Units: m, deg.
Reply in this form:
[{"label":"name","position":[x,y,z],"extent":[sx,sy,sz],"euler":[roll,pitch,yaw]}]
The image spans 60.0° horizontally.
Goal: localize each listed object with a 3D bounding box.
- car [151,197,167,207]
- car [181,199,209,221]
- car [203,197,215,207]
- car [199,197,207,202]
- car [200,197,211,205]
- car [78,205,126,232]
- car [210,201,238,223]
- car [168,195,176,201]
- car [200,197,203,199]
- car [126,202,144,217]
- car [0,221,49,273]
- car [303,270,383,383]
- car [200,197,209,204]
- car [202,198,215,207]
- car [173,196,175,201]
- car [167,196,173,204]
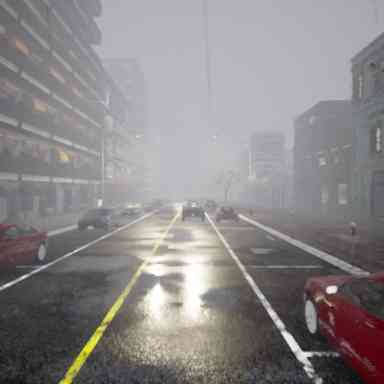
[{"label":"car","position":[-5.694,1.764,54.903],"extent":[1.947,1.339,4.313],"euler":[-1,0,0]},{"label":"car","position":[0.105,1.592,28.440],"extent":[2.128,1.511,4.902],"euler":[0,0,0]},{"label":"car","position":[2.687,1.743,49.196],"extent":[1.947,1.339,4.313],"euler":[-1,0,0]},{"label":"car","position":[2.691,1.868,83.260],"extent":[1.947,1.339,4.313],"euler":[-1,0,0]},{"label":"car","position":[2.689,1.784,66.228],"extent":[1.887,1.381,4.507],"euler":[-1,0,0]},{"label":"car","position":[-5.697,1.640,20.839],"extent":[1.947,1.339,4.313],"euler":[-1,0,0]},{"label":"car","position":[2.685,1.677,26.487],"extent":[1.802,1.307,4.206],"euler":[-1,0,0]},{"label":"car","position":[-5.690,1.784,94.646],"extent":[1.967,1.590,4.097],"euler":[-1,0,0]},{"label":"car","position":[0.106,1.657,46.386],"extent":[2.128,1.511,4.902],"euler":[0,0,0]},{"label":"car","position":[-5.695,1.666,32.193],"extent":[2.008,1.369,4.403],"euler":[-1,0,0]},{"label":"car","position":[-5.698,1.578,9.484],"extent":[1.887,1.381,4.507],"euler":[-1,0,0]},{"label":"car","position":[2.681,1.559,3.777],"extent":[1.887,1.381,4.507],"euler":[-1,0,0]},{"label":"car","position":[2.689,1.786,72.076],"extent":[1.752,1.417,4.829],"euler":[-1,0,0]},{"label":"car","position":[2.688,1.749,54.873],"extent":[2.008,1.369,4.403],"euler":[-1,0,0]},{"label":"car","position":[-5.690,1.847,77.613],"extent":[1.947,1.339,4.313],"euler":[-1,0,0]},{"label":"car","position":[-5.691,1.842,71.935],"extent":[1.802,1.307,4.206],"euler":[-1,0,0]}]
